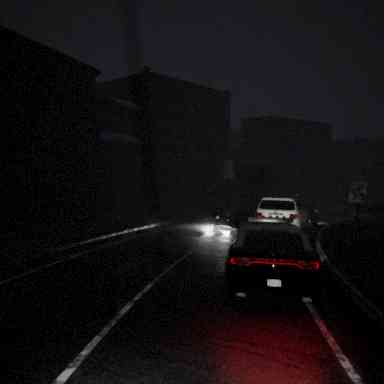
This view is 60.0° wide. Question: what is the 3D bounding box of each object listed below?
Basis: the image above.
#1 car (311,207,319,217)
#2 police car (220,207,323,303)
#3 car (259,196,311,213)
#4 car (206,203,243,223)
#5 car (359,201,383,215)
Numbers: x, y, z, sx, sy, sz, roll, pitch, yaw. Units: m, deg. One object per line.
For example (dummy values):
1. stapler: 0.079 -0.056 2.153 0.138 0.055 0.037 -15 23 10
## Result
1. car: 7.275 1.570 22.495 1.837 1.490 4.892 3 1 30
2. police car: 1.983 1.423 8.466 1.930 1.638 5.238 1 0 11
3. car: 4.778 1.249 17.416 2.150 2.045 5.566 2 0 23
4. car: 2.585 1.451 23.131 1.994 1.385 4.181 2 1 29
5. car: 21.297 1.829 39.016 5.008 1.535 1.882 2 3 -33
